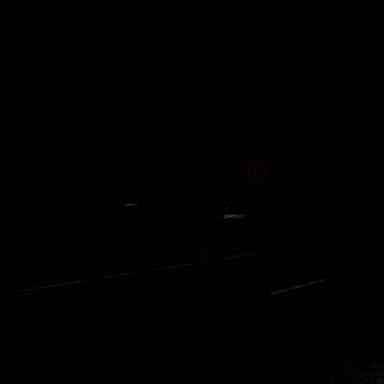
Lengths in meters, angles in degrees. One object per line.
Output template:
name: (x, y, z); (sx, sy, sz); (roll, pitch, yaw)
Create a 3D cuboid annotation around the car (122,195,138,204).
car: (-10.514, 1.245, 54.981); (1.994, 1.385, 4.181); (0, 1, -31)

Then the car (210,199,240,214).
car: (2.854, 1.445, 33.571); (1.812, 1.442, 4.674); (0, 0, -32)
